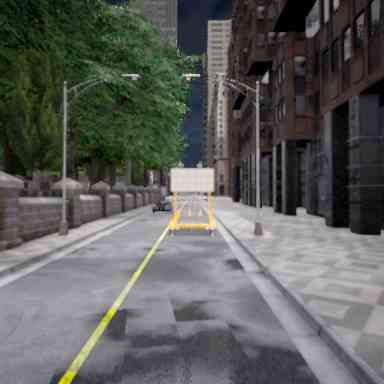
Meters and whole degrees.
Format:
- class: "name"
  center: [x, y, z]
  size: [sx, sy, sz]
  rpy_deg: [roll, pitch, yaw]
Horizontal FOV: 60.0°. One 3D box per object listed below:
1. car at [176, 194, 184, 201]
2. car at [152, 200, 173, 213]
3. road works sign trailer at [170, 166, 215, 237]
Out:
- class: "car"
  center: [-2.884, 1.222, 77.636]
  size: [2.128, 1.511, 4.902]
  rpy_deg: [0, 0, 0]
- class: "car"
  center: [-3.039, 1.499, 35.054]
  size: [1.994, 1.385, 4.181]
  rpy_deg: [0, 0, 0]
- class: "road works sign trailer"
  center: [0.027, 0.423, 17.815]
  size: [2.380, 3.560, 2.880]
  rpy_deg: [0, 0, 0]
